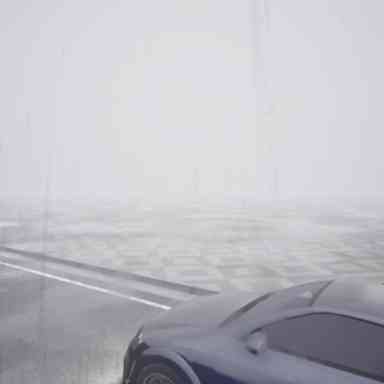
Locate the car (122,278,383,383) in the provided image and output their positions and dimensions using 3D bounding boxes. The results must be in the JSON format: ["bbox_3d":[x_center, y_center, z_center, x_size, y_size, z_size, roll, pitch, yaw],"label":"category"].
[{"bbox_3d":[1.327,1.559,3.046,4.181,1.385,1.994,1,0,35],"label":"car"}]
